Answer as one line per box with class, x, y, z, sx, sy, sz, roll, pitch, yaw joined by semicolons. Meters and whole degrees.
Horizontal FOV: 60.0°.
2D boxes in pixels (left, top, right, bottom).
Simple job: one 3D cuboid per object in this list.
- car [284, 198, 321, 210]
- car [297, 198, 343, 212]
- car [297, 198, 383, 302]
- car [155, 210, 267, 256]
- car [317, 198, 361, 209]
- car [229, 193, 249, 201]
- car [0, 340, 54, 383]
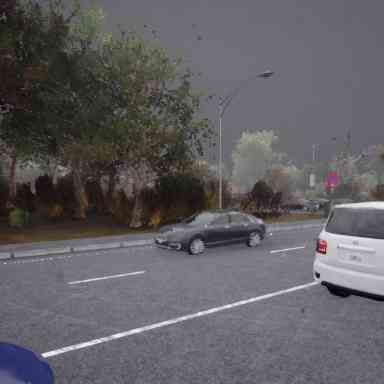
car;12.507;1.492;38.731;2.128;1.511;4.902;0;0;-33
car;15.537;1.492;40.515;2.128;1.511;4.902;0;0;-32
car;5.017;1.221;7.332;5.566;2.045;2.150;0;0;-35
car;0.857;1.505;13.210;4.892;1.490;1.837;0;0;-36
car;20.244;1.547;46.063;2.033;1.411;5.357;0;0;-28
car;7.263;1.213;47.061;2.150;2.045;5.566;0;0;-32
car;-3.103;1.526;1.529;4.674;1.442;1.812;0;0;-36
